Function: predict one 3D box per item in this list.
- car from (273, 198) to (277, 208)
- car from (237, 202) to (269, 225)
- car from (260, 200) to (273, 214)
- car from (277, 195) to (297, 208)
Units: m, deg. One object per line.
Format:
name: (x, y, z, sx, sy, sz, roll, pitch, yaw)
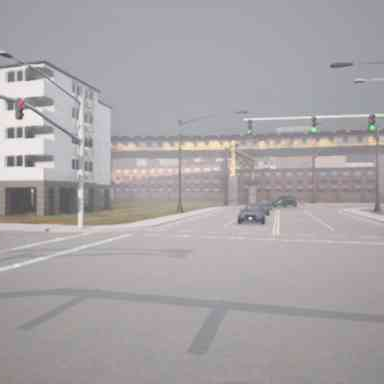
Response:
car: (10.049, 1.850, 45.827, 2.033, 1.411, 5.357, 0, 0, 19)
car: (4.746, 1.747, 26.127, 1.994, 1.385, 4.181, 0, 0, 14)
car: (7.313, 1.805, 35.796, 1.994, 1.385, 4.181, 0, 0, 15)
car: (15.243, 1.583, 54.839, 2.150, 2.045, 5.566, 0, -1, 44)
